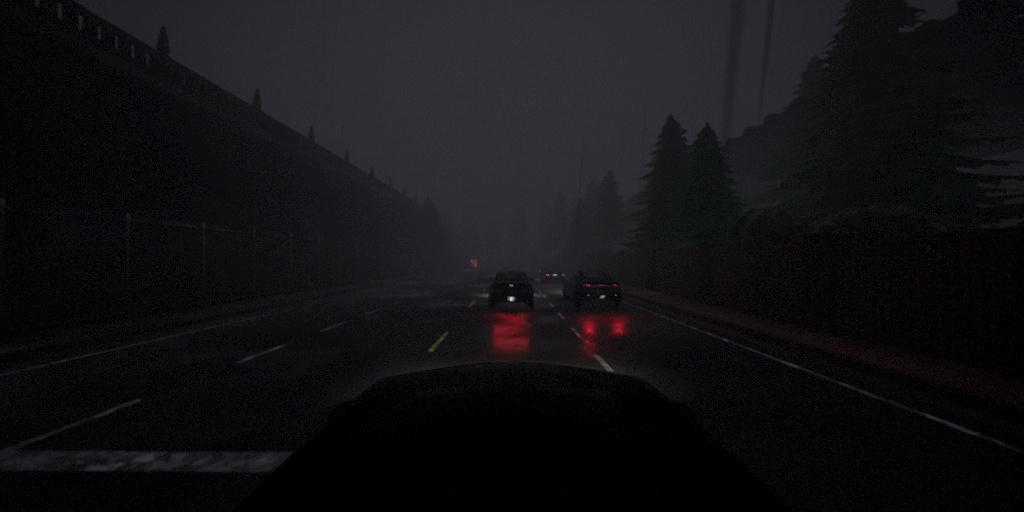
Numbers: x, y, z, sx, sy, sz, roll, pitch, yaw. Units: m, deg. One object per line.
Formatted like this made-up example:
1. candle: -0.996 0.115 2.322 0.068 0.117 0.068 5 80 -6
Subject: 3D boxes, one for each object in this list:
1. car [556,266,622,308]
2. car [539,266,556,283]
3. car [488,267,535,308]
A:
1. car: 3.475 1.378 16.169 2.128 1.511 4.902 0 0 0
2. car: 3.434 1.571 30.857 2.033 1.411 5.357 0 -1 0
3. car: -0.025 1.393 16.163 1.837 1.490 4.892 0 0 0
